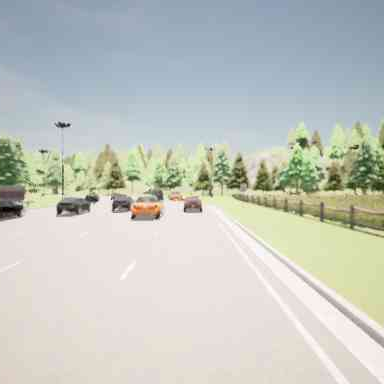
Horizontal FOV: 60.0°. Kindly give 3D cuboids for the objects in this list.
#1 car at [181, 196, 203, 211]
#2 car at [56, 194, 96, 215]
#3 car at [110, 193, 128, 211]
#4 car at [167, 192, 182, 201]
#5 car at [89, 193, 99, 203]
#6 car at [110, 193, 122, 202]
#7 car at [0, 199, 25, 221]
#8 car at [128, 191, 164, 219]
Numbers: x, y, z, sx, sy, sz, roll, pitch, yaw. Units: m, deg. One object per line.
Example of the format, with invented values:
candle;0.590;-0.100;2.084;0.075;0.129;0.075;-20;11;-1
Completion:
car;0.074;1.161;34.193;1.812;1.442;4.674;0;0;-1
car;-10.391;1.190;29.506;1.837;1.490;4.892;0;1;0
car;-6.920;1.141;34.066;1.837;1.490;4.892;0;0;-1
car;-3.188;0.706;60.758;2.097;1.767;4.553;0;1;-15
car;-15.355;0.935;51.079;1.882;1.535;5.008;0;1;-10
car;-13.495;0.879;58.846;1.837;1.490;4.892;1;0;-15
car;-13.893;1.224;23.798;1.882;1.535;5.008;0;1;0
car;-3.392;1.072;26.189;2.097;1.767;4.553;0;1;0
